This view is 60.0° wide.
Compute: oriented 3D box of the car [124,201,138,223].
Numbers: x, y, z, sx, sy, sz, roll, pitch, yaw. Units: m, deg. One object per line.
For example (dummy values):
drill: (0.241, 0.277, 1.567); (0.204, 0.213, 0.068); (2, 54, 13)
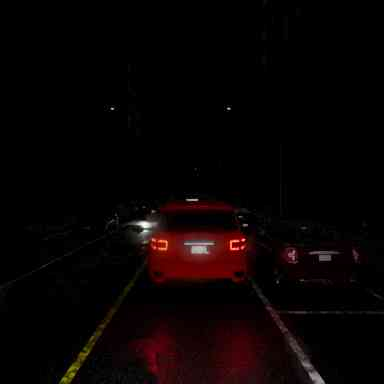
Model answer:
car: (-5.644, 1.584, 25.601); (1.802, 1.307, 4.206); (0, 0, 0)

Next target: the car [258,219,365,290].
car: (2.864, 1.440, 9.088); (1.967, 1.590, 4.097); (0, 0, 0)

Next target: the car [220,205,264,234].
car: (2.876, 1.552, 20.090); (2.008, 1.369, 4.403); (0, 0, 0)

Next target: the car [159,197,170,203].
car: (-5.561, 1.626, 68.206); (1.802, 1.307, 4.206); (0, 0, 0)

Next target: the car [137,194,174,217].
car: (-2.999, 1.226, 28.790); (2.150, 2.045, 5.566); (0, 0, 1)

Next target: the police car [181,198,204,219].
police car: (0.033, 1.428, 30.207); (1.930, 1.638, 5.238); (0, 0, 0)

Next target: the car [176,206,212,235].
car: (0.121, 1.602, 19.944); (1.895, 1.301, 4.718); (0, 0, 0)

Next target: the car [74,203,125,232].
car: (-5.649, 1.567, 20.100); (1.947, 1.339, 4.313); (0, 0, 0)

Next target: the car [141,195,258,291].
car: (0.114, 1.221, 9.174); (2.150, 2.045, 5.566); (0, 0, 0)

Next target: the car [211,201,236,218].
car: (2.888, 1.569, 31.093); (1.947, 1.339, 4.313); (0, 0, 0)

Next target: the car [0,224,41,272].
car: (-5.661, 1.582, 9.097); (1.802, 1.307, 4.206); (0, 0, 0)
